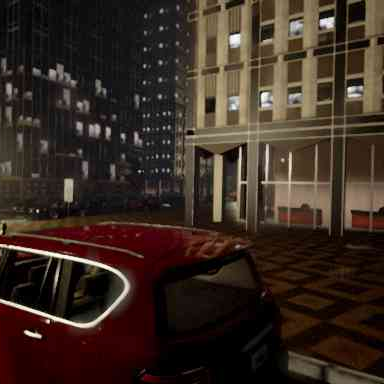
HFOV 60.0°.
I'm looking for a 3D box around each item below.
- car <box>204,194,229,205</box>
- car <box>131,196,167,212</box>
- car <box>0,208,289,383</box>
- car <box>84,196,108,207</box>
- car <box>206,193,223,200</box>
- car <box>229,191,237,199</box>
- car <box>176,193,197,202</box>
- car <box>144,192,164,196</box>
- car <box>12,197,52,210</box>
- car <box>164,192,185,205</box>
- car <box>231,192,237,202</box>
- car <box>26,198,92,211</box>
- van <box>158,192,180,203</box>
[{"bbox_3d":[3.590,1.169,51.378,1.967,1.590,4.097,2,1,30],"label":"car"},{"bbox_3d":[-4.946,1.414,36.733,1.802,1.307,4.206,2,1,30],"label":"car"},{"bbox_3d":[-1.433,1.304,3.874,5.009,1.841,2.192,0,1,36],"label":"car"},{"bbox_3d":[-12.272,1.202,40.800,1.947,1.339,4.313,2,1,30],"label":"car"},{"bbox_3d":[4.807,0.973,70.118,1.887,1.381,4.507,2,1,30],"label":"car"},{"bbox_3d":[10.506,0.674,79.886,2.192,1.841,5.009,2,1,30],"label":"car"},{"bbox_3d":[-0.883,0.937,60.343,1.967,1.590,4.097,2,1,30],"label":"car"},{"bbox_3d":[-6.577,1.007,50.571,1.967,1.590,4.097,2,1,30],"label":"car"},{"bbox_3d":[-14.562,1.256,31.737,1.837,1.490,4.892,2,1,30],"label":"car"},{"bbox_3d":[-3.200,1.178,51.198,1.994,1.385,4.181,2,1,30],"label":"car"},{"bbox_3d":[9.363,1.184,61.292,1.752,1.417,4.829,2,1,30],"label":"car"},{"bbox_3d":[-10.635,1.467,26.967,1.947,1.339,4.313,2,1,30],"label":"car"},{"bbox_3d":[-3.728,0.873,55.455,1.690,1.788,3.998,2,1,30],"label":"van"}]
